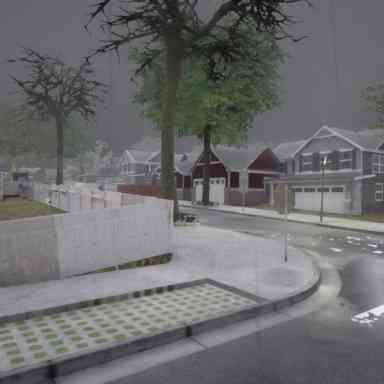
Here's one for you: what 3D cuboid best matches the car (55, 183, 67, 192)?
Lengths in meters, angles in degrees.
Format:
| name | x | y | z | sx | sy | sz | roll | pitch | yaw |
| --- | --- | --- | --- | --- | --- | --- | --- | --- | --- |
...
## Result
| name | x | y | z | sx | sy | sz | roll | pitch | yaw |
| --- | --- | --- | --- | --- | --- | --- | --- | --- | --- |
| car | -18.491 | -0.503 | 46.763 | 2.128 | 1.511 | 4.902 | 1 | 2 | -35 |
